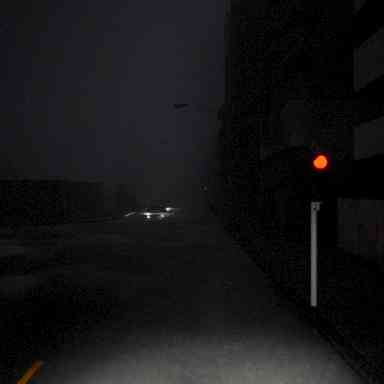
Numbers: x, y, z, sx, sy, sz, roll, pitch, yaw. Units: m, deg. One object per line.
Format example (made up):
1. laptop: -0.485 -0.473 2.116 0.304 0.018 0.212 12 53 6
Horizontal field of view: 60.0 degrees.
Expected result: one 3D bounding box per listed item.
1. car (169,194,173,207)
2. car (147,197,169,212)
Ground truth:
1. car: -4.142 1.505 49.562 1.837 1.490 4.892 0 0 1
2. car: -4.158 1.478 39.535 1.882 1.535 5.008 0 0 0
